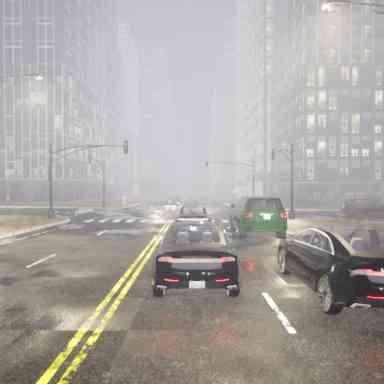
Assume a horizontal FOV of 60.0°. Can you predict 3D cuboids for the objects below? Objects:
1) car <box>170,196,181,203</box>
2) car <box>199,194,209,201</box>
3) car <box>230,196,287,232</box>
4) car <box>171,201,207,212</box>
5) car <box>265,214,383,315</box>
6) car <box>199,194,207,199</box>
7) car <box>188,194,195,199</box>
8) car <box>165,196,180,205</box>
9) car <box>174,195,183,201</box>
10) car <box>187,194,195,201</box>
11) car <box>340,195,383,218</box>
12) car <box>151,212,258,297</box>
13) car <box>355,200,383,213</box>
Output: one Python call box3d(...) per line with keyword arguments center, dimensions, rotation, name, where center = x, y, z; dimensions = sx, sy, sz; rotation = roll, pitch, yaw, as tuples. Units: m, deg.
box3d(center=(-3.440, 1.479, 69.887), dimensions=(1.994, 1.385, 4.181), rotation=(0, 0, 0), name="car")
box3d(center=(3.030, 1.496, 81.331), dimensions=(1.895, 1.301, 4.718), rotation=(0, 0, 0), name="car")
box3d(center=(3.302, 1.209, 17.359), dimensions=(2.150, 2.045, 5.566), rotation=(0, 0, 0), name="car")
box3d(center=(0.051, 1.479, 17.712), dimensions=(2.128, 1.511, 4.902), rotation=(0, 0, 0), name="car")
box3d(center=(3.327, 1.487, 7.518), dimensions=(2.128, 1.511, 4.902), rotation=(0, 0, 0), name="car")
box3d(center=(3.003, 1.275, 91.303), dimensions=(1.994, 1.385, 4.181), rotation=(0, 0, 0), name="car")
box3d(center=(-0.247, 1.317, 91.325), dimensions=(1.895, 1.301, 4.718), rotation=(0, 0, 0), name="car")
box3d(center=(-3.485, 1.438, 55.125), dimensions=(2.128, 1.511, 4.902), rotation=(0, 0, 0), name="car")
box3d(center=(-3.481, 1.440, 85.262), dimensions=(1.994, 1.385, 4.181), rotation=(0, 0, 0), name="car")
box3d(center=(-0.218, 1.440, 80.878), dimensions=(2.033, 1.411, 5.357), rotation=(0, 0, 0), name="car")
box3d(center=(16.119, 1.512, 30.131), dimensions=(5.009, 1.841, 2.192), rotation=(1, 0, 1), name="car")
box3d(center=(0.077, 1.486, 8.527), dimensions=(2.128, 1.511, 4.902), rotation=(0, 0, 0), name="car")
box3d(center=(21.705, 1.634, 38.433), dimensions=(4.829, 1.417, 1.752), rotation=(1, 0, 1), name="car")
